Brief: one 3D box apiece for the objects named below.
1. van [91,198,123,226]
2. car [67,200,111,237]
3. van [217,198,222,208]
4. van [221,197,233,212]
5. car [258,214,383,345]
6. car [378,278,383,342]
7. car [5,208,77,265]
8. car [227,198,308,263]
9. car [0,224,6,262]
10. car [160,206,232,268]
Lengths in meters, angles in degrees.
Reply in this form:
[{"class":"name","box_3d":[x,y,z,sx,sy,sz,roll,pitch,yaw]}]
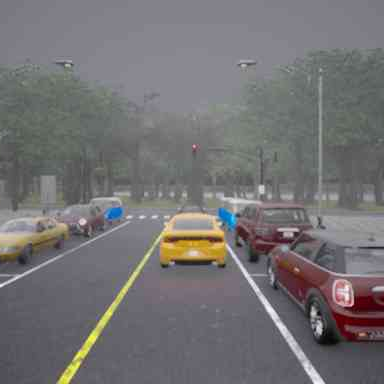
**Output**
[{"class":"van","box_3d":[-5.852,1.280,22.653,1.690,1.788,3.998,0,0,0]},{"class":"car","box_3d":[-5.830,1.393,17.216,1.967,1.590,4.097,0,0,0]},{"class":"van","box_3d":[2.673,1.279,22.687,1.690,1.788,3.998,0,0,0]},{"class":"van","box_3d":[2.695,1.294,17.250,1.690,1.788,3.998,0,0,0]},{"class":"car","box_3d":[2.738,1.422,6.375,1.967,1.590,4.097,0,0,0]},{"class":"car","box_3d":[2.760,1.541,0.938,1.887,1.381,4.507,0,0,0]},{"class":"car","box_3d":[-5.808,1.493,11.609,1.752,1.417,4.829,0,0,0]},{"class":"car","box_3d":[2.716,1.282,11.812,2.192,1.841,5.009,0,0,0]},{"class":"car","box_3d":[-5.787,1.548,6.341,1.947,1.339,4.313,0,0,0]},{"class":"car","box_3d":[0.039,1.446,11.191,1.882,1.535,5.008,0,0,0]}]
